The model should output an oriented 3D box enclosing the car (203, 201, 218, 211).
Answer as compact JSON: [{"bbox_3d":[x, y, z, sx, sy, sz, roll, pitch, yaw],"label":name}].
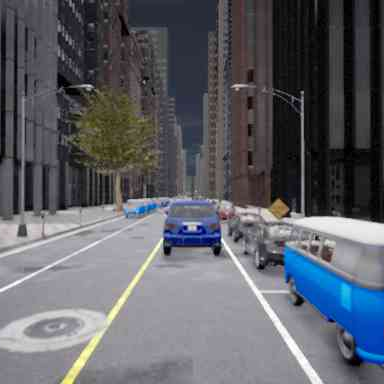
[{"bbox_3d":[2.794,2.059,50.586,1.947,1.339,4.313,0,-1,0],"label":"car"}]

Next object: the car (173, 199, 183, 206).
[{"bbox_3d":[-2.957,2.223,70.973,1.812,1.442,4.674,0,-1,0],"label":"car"}]

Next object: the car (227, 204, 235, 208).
[{"bbox_3d":[2.781,1.711,28.114,1.967,1.590,4.097,0,-1,0],"label":"car"}]

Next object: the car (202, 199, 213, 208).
[{"bbox_3d":[2.801,2.133,61.994,1.752,1.417,4.829,0,-1,0],"label":"car"}]

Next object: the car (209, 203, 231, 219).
[{"bbox_3d":[2.784,1.853,33.901,1.752,1.417,4.829,0,-1,0],"label":"car"}]

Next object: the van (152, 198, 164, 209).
[{"bbox_3d":[-5.728,1.890,56.205,1.690,1.788,3.998,0,-1,0],"label":"van"}]

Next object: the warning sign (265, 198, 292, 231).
[{"bbox_3d":[5.078,1.303,19.527,1.300,1.860,1.060,0,-1,0],"label":"warning sign"}]

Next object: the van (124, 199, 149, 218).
[{"bbox_3d":[-5.741,1.666,33.732,1.690,1.788,3.998,0,-1,0],"label":"van"}]

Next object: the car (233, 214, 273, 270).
[{"bbox_3d":[2.770,1.659,11.257,2.008,1.369,4.403,0,-1,0],"label":"car"}]

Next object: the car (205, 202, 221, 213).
[{"bbox_3d":[2.790,2.003,44.968,1.947,1.339,4.313,0,-1,0],"label":"car"}]

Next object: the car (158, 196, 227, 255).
[{"bbox_3d":[0.009,1.351,14.022,2.150,2.045,5.566,0,0,0],"label":"car"}]

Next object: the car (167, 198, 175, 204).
[{"bbox_3d":[-5.708,2.420,89.741,1.752,1.417,4.829,0,-1,0],"label":"car"}]

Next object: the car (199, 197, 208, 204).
[{"bbox_3d":[2.814,2.152,84.300,2.192,1.841,5.009,0,-1,0],"label":"car"}]

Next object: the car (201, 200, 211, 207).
[{"bbox_3d":[2.804,2.229,67.442,1.947,1.339,4.313,0,-1,0],"label":"car"}]

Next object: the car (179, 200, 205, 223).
[{"bbox_3d":[0.019,1.630,29.080,2.097,1.767,4.553,0,-1,0],"label":"car"}]

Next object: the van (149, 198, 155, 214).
[{"bbox_3d":[-5.738,1.721,39.350,1.690,1.788,3.998,0,-1,0],"label":"van"}]

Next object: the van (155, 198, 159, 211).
[{"bbox_3d":[-5.734,1.777,44.969,1.690,1.788,3.998,0,-1,0],"label":"van"}]

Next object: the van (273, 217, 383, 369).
[{"bbox_3d":[2.767,1.396,5.640,1.690,1.788,3.998,0,-1,0],"label":"van"}]

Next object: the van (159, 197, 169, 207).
[{"bbox_3d":[-5.721,2.004,67.440,1.690,1.788,3.998,0,-1,0],"label":"van"}]

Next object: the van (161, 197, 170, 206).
[{"bbox_3d":[-5.717,2.061,73.059,1.690,1.788,3.998,0,-1,0],"label":"van"}]

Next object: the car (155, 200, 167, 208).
[{"bbox_3d":[-5.724,2.150,61.820,1.887,1.381,4.507,0,-1,0],"label":"car"}]

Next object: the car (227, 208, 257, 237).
[{"bbox_3d":[2.774,1.713,16.876,2.008,1.369,4.403,0,-1,0],"label":"car"}]
